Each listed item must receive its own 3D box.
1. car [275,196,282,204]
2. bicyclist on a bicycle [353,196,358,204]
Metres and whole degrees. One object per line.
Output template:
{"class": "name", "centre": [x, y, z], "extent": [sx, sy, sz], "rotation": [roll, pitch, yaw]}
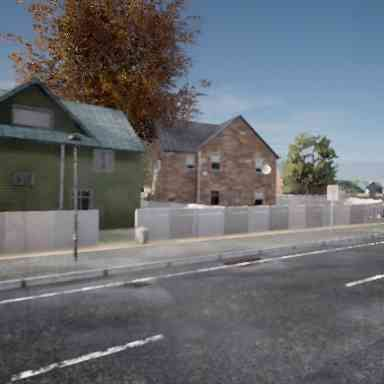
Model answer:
{"class": "car", "centre": [12.637, 1.231, 52.556], "extent": [1.837, 1.490, 4.892], "rotation": [2, 0, -19]}
{"class": "bicyclist on a bicycle", "centre": [21.734, 1.339, 44.381], "extent": [1.656, 1.620, 0.582], "rotation": [1, 0, -19]}
